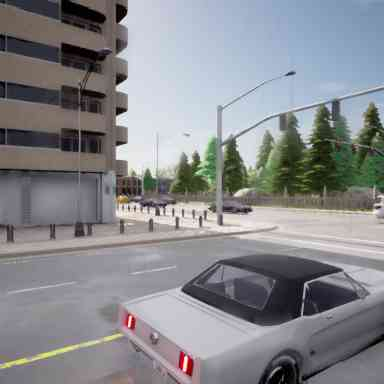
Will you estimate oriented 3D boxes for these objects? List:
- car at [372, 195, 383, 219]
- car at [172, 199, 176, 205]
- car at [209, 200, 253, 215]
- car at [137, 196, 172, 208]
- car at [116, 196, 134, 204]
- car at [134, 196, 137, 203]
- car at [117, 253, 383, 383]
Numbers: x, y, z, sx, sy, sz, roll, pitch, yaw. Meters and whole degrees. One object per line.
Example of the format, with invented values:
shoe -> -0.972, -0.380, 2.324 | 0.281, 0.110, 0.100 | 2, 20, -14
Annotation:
car -> 15.638, 1.247, 23.037 | 5.566, 2.045, 2.150 | 0, 1, 27
car -> -4.890, 1.602, 60.172 | 2.033, 1.411, 5.357 | 0, 0, -36
car -> 4.043, 1.603, 35.402 | 2.033, 1.411, 5.357 | 0, 0, -36
car -> -5.641, 1.603, 48.891 | 2.033, 1.411, 5.357 | 0, 0, -36
car -> -14.240, 1.533, 67.153 | 1.882, 1.535, 5.008 | 0, 0, -36
car -> -11.624, 1.581, 69.502 | 1.812, 1.442, 4.674 | 0, 0, -36
car -> 1.480, 1.601, 4.833 | 4.718, 1.301, 1.895 | 0, 0, -35
